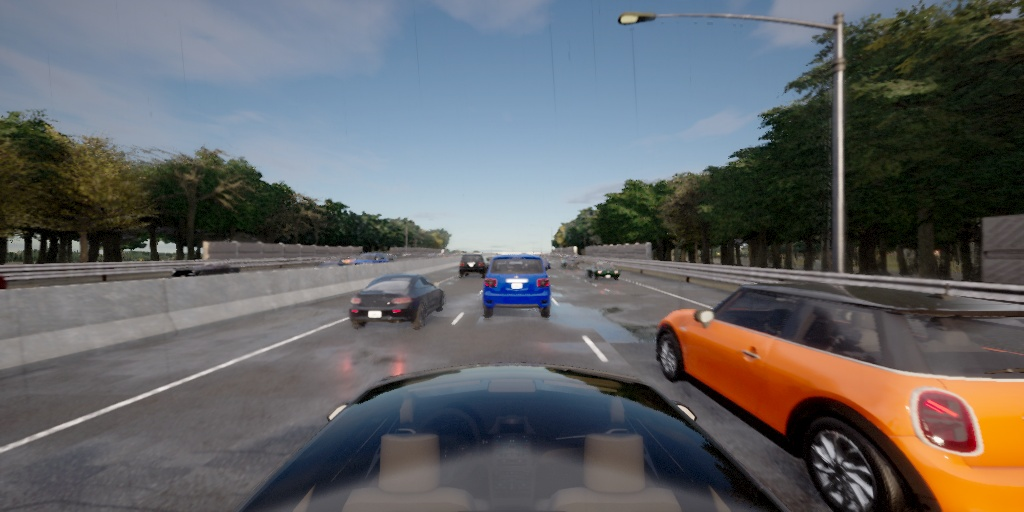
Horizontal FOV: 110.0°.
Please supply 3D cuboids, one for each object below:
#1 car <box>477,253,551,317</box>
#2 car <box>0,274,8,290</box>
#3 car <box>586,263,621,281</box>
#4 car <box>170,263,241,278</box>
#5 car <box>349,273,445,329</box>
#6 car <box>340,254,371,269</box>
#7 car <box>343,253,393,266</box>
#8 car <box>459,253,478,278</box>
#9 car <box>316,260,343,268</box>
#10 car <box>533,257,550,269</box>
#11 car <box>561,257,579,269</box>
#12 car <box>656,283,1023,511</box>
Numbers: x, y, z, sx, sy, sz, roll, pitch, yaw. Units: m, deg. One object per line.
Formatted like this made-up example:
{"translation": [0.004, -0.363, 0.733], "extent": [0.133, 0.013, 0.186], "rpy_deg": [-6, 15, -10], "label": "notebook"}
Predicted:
{"translation": [0.165, 0.938, 13.184], "extent": [2.150, 2.045, 5.566], "rpy_deg": [0, 0, 0], "label": "car"}
{"translation": [-23.807, 1.189, 14.108], "extent": [1.882, 1.535, 5.008], "rpy_deg": [0, 0, -3], "label": "car"}
{"translation": [7.128, 1.199, 28.589], "extent": [1.895, 1.301, 4.718], "rpy_deg": [0, 1, 2], "label": "car"}
{"translation": [-24.316, 1.198, 28.693], "extent": [1.895, 1.301, 4.718], "rpy_deg": [0, 1, -1], "label": "car"}
{"translation": [-3.348, 1.251, 11.095], "extent": [1.812, 1.442, 4.674], "rpy_deg": [0, 0, 0], "label": "car"}
{"translation": [-20.731, 0.694, 47.816], "extent": [2.097, 1.767, 4.553], "rpy_deg": [0, 1, 1], "label": "car"}
{"translation": [-13.859, 0.744, 34.971], "extent": [2.150, 2.045, 5.566], "rpy_deg": [0, 1, 1], "label": "car"}
{"translation": [-3.196, 0.793, 30.981], "extent": [2.150, 2.045, 5.566], "rpy_deg": [0, 1, 0], "label": "car"}
{"translation": [-17.356, 1.088, 34.953], "extent": [1.994, 1.385, 4.181], "rpy_deg": [0, 1, 1], "label": "car"}
{"translation": [3.833, 0.917, 47.039], "extent": [1.994, 1.385, 4.181], "rpy_deg": [0, 1, 0], "label": "car"}
{"translation": [7.403, 0.858, 46.082], "extent": [2.128, 1.511, 4.902], "rpy_deg": [0, 1, 1], "label": "car"}
{"translation": [3.510, 1.100, 4.310], "extent": [2.097, 1.767, 4.553], "rpy_deg": [0, 0, 0], "label": "car"}
